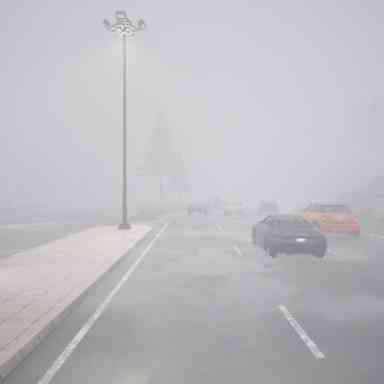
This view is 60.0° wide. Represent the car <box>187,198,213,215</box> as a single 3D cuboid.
[{"bbox_3d":[0.725,1.601,33.470,1.895,1.301,4.718,0,0,7],"label":"car"}]

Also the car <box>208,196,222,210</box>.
[{"bbox_3d":[3.053,1.352,43.533,2.097,1.767,4.553,0,0,15],"label":"car"}]

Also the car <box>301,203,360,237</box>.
[{"bbox_3d":[7.102,1.352,18.074,2.097,1.767,4.553,0,0,0],"label":"car"}]

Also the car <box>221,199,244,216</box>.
[{"bbox_3d":[4.084,1.601,32.722,1.895,1.301,4.718,0,0,6],"label":"car"}]

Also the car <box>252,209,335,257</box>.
[{"bbox_3d":[3.600,1.564,12.999,1.994,1.385,4.181,0,0,0],"label":"car"}]

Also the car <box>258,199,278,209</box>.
[{"bbox_3d":[8.187,1.478,35.723,1.882,1.535,5.008,0,0,12],"label":"car"}]
